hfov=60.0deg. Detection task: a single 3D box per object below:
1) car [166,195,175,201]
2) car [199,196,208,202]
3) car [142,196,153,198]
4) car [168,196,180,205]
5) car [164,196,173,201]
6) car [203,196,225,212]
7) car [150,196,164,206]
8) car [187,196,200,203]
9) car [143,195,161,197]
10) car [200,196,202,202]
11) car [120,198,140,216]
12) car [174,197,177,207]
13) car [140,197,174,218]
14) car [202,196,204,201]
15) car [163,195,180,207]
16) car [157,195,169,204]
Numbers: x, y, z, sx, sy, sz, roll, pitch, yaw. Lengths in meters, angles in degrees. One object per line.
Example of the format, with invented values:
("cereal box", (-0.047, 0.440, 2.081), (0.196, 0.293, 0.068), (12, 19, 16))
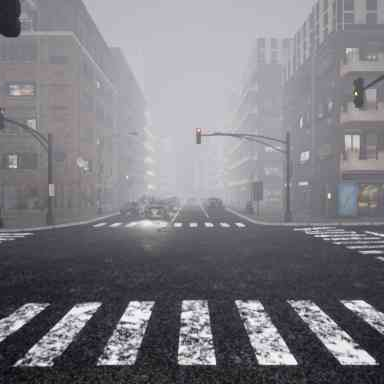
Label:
("car", (-5.791, 1.595, 89.012), (2.008, 1.369, 4.403), (0, 0, 0))
("car", (2.602, 1.585, 77.659), (2.008, 1.369, 4.403), (0, 0, 0))
("car", (-5.732, 1.534, 37.701), (1.752, 1.417, 4.829), (0, 0, 0))
("car", (-3.113, 1.498, 59.909), (1.882, 1.535, 5.008), (0, 0, 0))
("car", (-5.785, 1.590, 83.330), (2.008, 1.369, 4.403), (0, 0, 0))
("car", (2.647, 1.449, 37.882), (1.967, 1.590, 4.097), (0, 0, 0))
("car", (-5.752, 1.457, 54.918), (1.967, 1.590, 4.097), (0, 0, 0))
("car", (-0.036, 1.539, 70.608), (2.128, 1.511, 4.902), (0, 0, 0))
("car", (-5.739, 1.326, 43.553), (2.192, 1.841, 5.009), (0, 0, 0))
("car", (2.629, 1.599, 54.930), (1.802, 1.307, 4.206), (0, 0, 0))
("car", (-5.726, 1.572, 32.188), (1.947, 1.339, 4.313), (0, 0, 0))
("car", (-3.144, 1.610, 39.921), (1.895, 1.301, 4.718), (0, 0, 0))
("car", (-3.126, 1.497, 30.622), (2.128, 1.511, 4.902), (0, 0, 1))
("car", (2.641, 1.451, 43.565), (1.967, 1.590, 4.097), (0, 0, 0))
("car", (-3.145, 1.578, 49.899), (1.994, 1.385, 4.181), (0, 0, 0))
("car", (-5.765, 1.465, 66.284), (1.967, 1.590, 4.097), (0, 0, 0))
